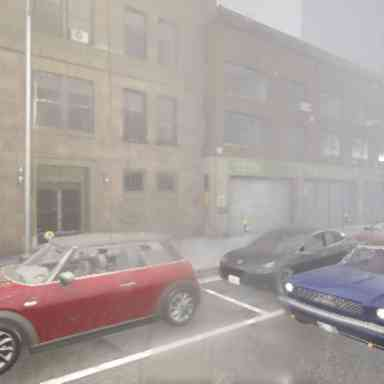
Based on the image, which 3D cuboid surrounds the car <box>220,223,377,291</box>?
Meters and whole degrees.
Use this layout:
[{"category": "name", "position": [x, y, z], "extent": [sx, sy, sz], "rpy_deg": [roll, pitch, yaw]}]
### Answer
[{"category": "car", "position": [2.717, 1.600, 8.701], "extent": [4.313, 1.339, 1.947], "rpy_deg": [0, 0, -35]}]

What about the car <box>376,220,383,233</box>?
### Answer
[{"category": "car", "position": [7.333, 1.644, 11.991], "extent": [4.206, 1.307, 1.802], "rpy_deg": [0, 0, -35]}]

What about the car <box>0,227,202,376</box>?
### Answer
[{"category": "car", "position": [-1.898, 1.447, 5.411], "extent": [4.097, 1.590, 1.967], "rpy_deg": [0, 0, -35]}]

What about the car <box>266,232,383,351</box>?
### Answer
[{"category": "car", "position": [3.727, 1.632, 6.022], "extent": [4.718, 1.301, 1.895], "rpy_deg": [0, 0, -35]}]
